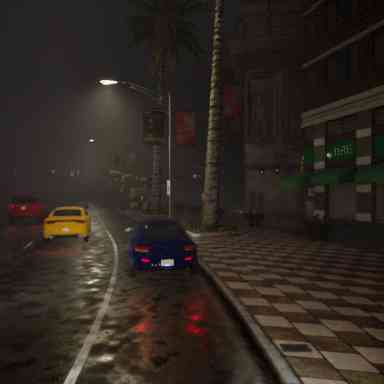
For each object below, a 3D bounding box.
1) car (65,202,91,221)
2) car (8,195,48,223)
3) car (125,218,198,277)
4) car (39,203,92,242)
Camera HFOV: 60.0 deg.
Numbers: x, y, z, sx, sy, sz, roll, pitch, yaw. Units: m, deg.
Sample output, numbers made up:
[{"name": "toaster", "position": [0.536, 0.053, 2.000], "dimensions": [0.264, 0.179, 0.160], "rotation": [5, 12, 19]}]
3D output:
[{"name": "car", "position": [-9.633, 1.592, 28.173], "dimensions": [1.895, 1.301, 4.718], "rotation": [0, 0, -18]}, {"name": "car", "position": [-12.486, 1.211, 25.599], "dimensions": [2.150, 2.045, 5.566], "rotation": [0, 0, -17]}, {"name": "car", "position": [-1.034, 1.525, 10.202], "dimensions": [1.812, 1.442, 4.674], "rotation": [0, 0, -11]}, {"name": "car", "position": [-6.059, 1.473, 16.492], "dimensions": [1.882, 1.535, 5.008], "rotation": [0, 0, -16]}]
